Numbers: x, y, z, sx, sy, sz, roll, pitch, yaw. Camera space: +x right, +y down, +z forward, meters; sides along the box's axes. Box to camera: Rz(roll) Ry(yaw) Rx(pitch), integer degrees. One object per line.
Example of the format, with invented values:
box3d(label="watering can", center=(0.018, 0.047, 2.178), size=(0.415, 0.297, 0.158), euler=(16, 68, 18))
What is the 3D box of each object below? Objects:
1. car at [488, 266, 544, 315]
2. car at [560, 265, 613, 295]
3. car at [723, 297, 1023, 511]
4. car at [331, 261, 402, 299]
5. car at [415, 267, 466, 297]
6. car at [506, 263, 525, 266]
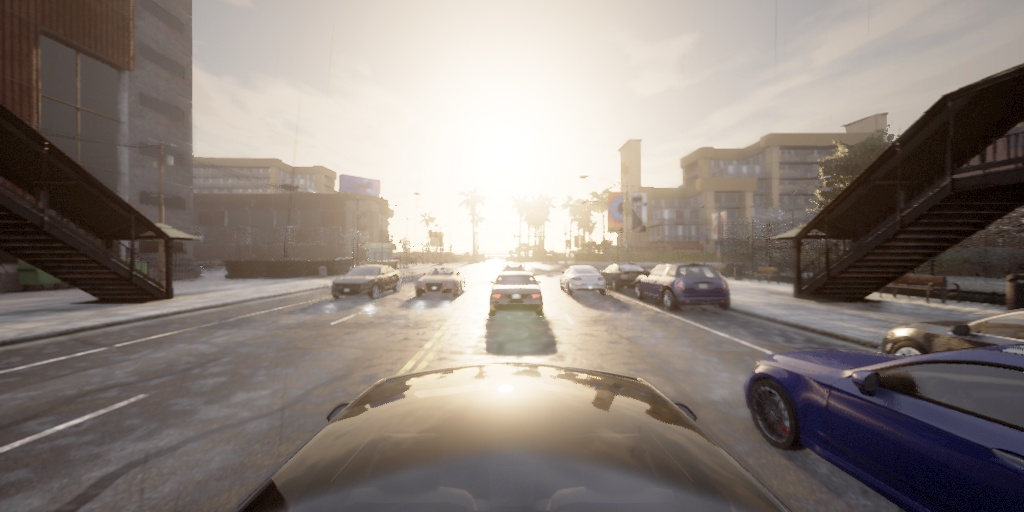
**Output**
box3d(label="car", center=(0.130, 1.255, 13.287), size=(2.033, 1.411, 5.357), euler=(0, 0, 0))
box3d(label="car", center=(3.663, 1.210, 18.981), size=(1.812, 1.442, 4.674), euler=(0, 0, 0))
box3d(label="car", center=(3.586, 1.271, 2.187), size=(1.812, 1.442, 4.674), euler=(0, 0, 0))
box3d(label="car", center=(-7.036, 1.175, 17.799), size=(1.882, 1.535, 5.008), euler=(0, 0, 0))
box3d(label="car", center=(-3.533, 1.256, 18.323), size=(1.994, 1.385, 4.181), euler=(0, 0, 0))
box3d(label="car", center=(0.165, 1.218, 27.881), size=(1.994, 1.385, 4.181), euler=(0, 0, 0))
